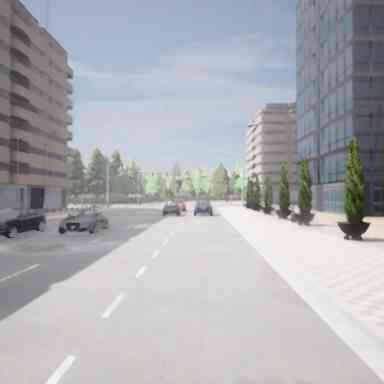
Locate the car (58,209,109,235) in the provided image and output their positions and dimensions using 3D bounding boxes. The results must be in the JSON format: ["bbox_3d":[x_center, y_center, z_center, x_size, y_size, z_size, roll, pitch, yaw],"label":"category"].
[{"bbox_3d":[-6.483,1.762,20.293,1.994,1.385,4.181,0,-1,2],"label":"car"}]

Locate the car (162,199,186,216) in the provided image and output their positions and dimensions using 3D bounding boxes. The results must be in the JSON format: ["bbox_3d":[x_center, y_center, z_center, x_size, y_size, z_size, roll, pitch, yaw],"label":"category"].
[{"bbox_3d":[-2.216,1.875,37.572,2.128,1.511,4.902,0,-1,2],"label":"car"}]

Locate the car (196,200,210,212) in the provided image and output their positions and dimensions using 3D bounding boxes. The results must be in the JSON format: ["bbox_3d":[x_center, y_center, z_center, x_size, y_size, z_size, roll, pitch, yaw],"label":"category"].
[{"bbox_3d":[1.588,1.993,46.999,1.837,1.490,4.892,0,0,2],"label":"car"}]

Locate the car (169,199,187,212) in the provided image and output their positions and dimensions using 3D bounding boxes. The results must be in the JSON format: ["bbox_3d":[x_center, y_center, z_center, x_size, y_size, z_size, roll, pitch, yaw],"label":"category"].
[{"bbox_3d":[-1.919,1.831,46.880,2.097,1.767,4.553,0,-1,2],"label":"car"}]

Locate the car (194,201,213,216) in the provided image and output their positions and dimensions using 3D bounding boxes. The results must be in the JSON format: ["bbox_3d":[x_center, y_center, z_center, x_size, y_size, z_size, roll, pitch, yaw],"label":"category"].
[{"bbox_3d":[1.296,1.743,37.695,2.097,1.767,4.553,0,-1,2],"label":"car"}]

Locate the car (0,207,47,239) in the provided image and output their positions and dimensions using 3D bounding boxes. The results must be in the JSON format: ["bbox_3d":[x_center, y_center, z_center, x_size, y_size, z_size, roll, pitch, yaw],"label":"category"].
[{"bbox_3d":[-10.041,1.653,18.690,1.882,1.535,5.008,0,-1,2],"label":"car"}]
